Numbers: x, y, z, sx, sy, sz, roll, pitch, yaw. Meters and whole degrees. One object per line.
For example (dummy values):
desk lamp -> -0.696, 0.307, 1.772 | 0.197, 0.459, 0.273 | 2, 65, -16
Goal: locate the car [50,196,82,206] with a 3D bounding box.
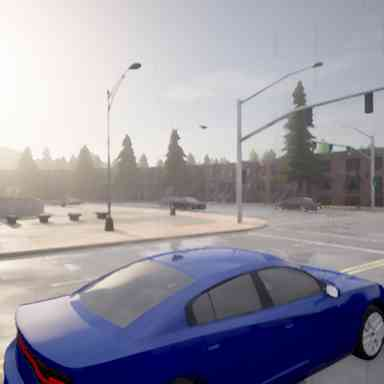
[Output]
car -> -19.401, 1.473, 51.279 | 4.718, 1.301, 1.895 | 0, 0, 21

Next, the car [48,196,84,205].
car -> -21.086, 1.408, 55.679 | 5.357, 1.411, 2.033 | 0, 0, 17

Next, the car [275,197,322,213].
car -> 10.585, 1.247, 33.455 | 1.837, 1.490, 4.892 | 0, 0, -35

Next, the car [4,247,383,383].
car -> 0.525, 1.452, 4.173 | 5.008, 1.535, 1.882 | -1, 0, -35

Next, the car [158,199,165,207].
car -> -2.264, 1.329, 44.077 | 2.033, 1.411, 5.357 | -1, 0, -44

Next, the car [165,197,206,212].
car -> -0.485, 1.287, 36.396 | 1.882, 1.535, 5.008 | -1, 0, -38
